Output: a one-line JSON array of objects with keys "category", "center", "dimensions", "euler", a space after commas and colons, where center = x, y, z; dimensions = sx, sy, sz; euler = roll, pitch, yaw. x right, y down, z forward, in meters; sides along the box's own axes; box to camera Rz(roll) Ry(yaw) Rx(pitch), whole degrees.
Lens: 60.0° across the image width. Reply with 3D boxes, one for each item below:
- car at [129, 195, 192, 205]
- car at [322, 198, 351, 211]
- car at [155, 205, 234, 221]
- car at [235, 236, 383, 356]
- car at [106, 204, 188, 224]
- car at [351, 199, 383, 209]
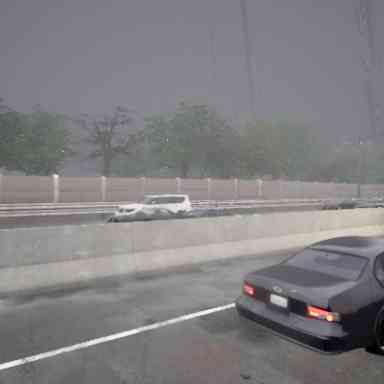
[{"category": "car", "center": [-2.532, 1.208, 23.658], "dimensions": [5.566, 2.045, 2.150], "euler": [0, 0, -35]}, {"category": "car", "center": [16.597, 1.441, 37.131], "dimensions": [5.008, 1.535, 1.882], "euler": [0, 0, -35]}, {"category": "car", "center": [0.542, 1.552, 17.254], "dimensions": [4.181, 1.385, 1.994], "euler": [0, 0, -35]}, {"category": "car", "center": [3.239, 1.541, 6.046], "dimensions": [5.357, 1.411, 2.033], "euler": [0, 0, -35]}, {"category": "car", "center": [-2.505, 1.590, 19.386], "dimensions": [4.718, 1.301, 1.895], "euler": [0, 0, -35]}, {"category": "car", "center": [18.969, 1.470, 34.512], "dimensions": [4.892, 1.490, 1.837], "euler": [1, 0, -35]}]
